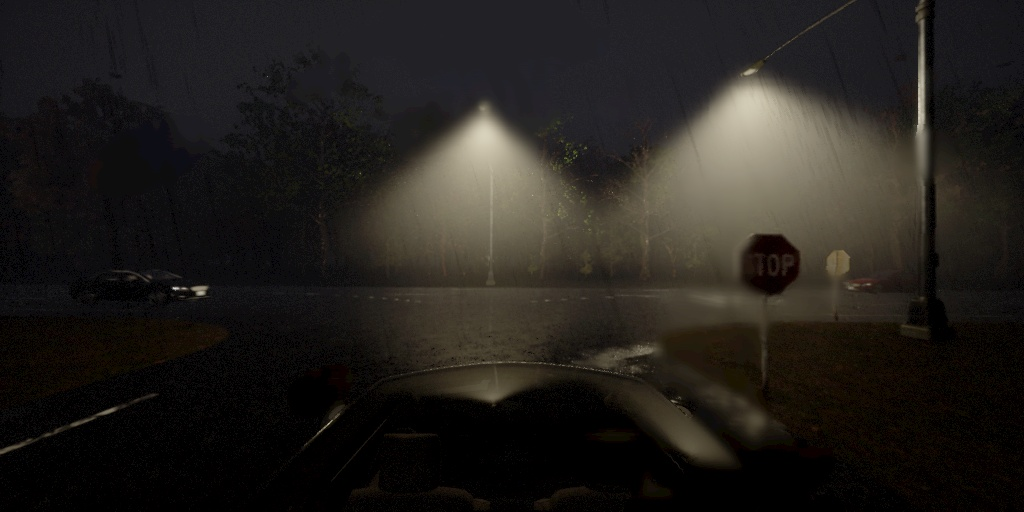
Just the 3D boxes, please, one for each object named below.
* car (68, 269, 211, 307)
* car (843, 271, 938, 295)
[{"bbox_3d":[-15.540,1.287,15.126,4.902,1.511,2.128,0,-1,1],"label":"car"},{"bbox_3d":[23.032,1.661,21.877,4.674,1.442,1.812,-1,-1,0],"label":"car"}]
